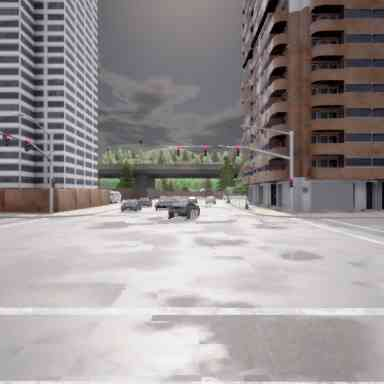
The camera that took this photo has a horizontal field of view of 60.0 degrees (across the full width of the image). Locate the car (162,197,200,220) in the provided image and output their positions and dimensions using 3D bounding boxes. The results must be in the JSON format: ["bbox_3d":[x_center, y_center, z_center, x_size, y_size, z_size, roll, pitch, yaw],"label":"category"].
[{"bbox_3d":[-0.610,1.505,28.426,1.837,1.490,4.892,1,0,15],"label":"car"}]

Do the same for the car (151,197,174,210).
[{"bbox_3d":[-3.590,1.547,42.289,2.033,1.411,5.357,0,0,0],"label":"car"}]

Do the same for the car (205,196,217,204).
[{"bbox_3d":[3.514,1.526,63.150,1.812,1.442,4.674,0,0,0],"label":"car"}]

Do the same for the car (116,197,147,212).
[{"bbox_3d":[-7.091,1.547,39.420,2.033,1.411,5.357,0,0,0],"label":"car"}]

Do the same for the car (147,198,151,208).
[{"bbox_3d":[-7.078,1.547,49.773,2.033,1.411,5.357,0,0,0],"label":"car"}]

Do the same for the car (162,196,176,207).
[{"bbox_3d":[-3.568,1.478,52.566,1.882,1.535,5.008,0,0,0],"label":"car"}]
